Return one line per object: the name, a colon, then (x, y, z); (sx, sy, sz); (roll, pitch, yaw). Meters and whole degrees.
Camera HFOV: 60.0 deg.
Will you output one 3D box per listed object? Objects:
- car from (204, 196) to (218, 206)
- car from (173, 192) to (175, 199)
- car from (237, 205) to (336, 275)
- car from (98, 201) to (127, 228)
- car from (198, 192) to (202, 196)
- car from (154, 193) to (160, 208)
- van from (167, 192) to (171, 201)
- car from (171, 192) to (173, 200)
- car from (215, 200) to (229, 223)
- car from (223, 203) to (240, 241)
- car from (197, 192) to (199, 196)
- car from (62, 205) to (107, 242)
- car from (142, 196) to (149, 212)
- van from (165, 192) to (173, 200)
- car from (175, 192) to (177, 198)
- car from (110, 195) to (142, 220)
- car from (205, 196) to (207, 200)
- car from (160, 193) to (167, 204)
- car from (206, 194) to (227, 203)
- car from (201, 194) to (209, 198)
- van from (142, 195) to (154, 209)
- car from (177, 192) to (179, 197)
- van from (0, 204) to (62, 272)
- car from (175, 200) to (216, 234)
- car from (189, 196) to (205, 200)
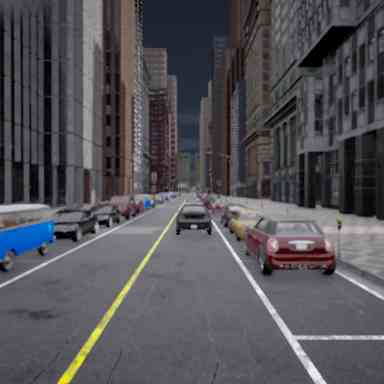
car: (2.763, 1.344, 49.775); (1.887, 1.381, 4.507); (0, 0, 0)
car: (-5.760, 1.241, 77.949); (2.008, 1.369, 4.403); (0, 0, 0)
car: (2.760, 1.398, 10.321); (1.967, 1.590, 4.097); (0, 0, 0)
car: (-5.764, 1.478, 21.584); (1.947, 1.339, 4.313); (0, 0, 0)
car: (2.764, 1.173, 66.683); (1.967, 1.590, 4.097); (0, 0, 0)
car: (-5.763, 1.262, 44.130); (1.967, 1.590, 4.097); (0, 0, 0)
van: (-5.762, 1.073, 66.676); (1.690, 1.788, 3.998); (0, 0, 0)
car: (-5.761, 1.237, 72.143); (1.752, 1.417, 4.829); (0, 0, 0)
car: (2.761, 1.463, 21.594); (2.008, 1.369, 4.403); (0, 0, 0)
car: (2.761, 1.460, 16.127); (1.752, 1.417, 4.829); (0, 0, 0)
car: (2.765, 1.256, 77.956); (1.947, 1.339, 4.313); (0, 0, 0)
car: (-5.764, 1.501, 15.947); (1.947, 1.339, 4.313); (0, 0, 0)
car: (-5.763, 1.412, 32.857); (1.887, 1.381, 4.507); (0, 0, 0)
van: (-5.761, 1.011, 83.585); (1.690, 1.788, 3.998); (0, 0, 0)
car: (-5.760, 1.090, 89.222); (1.967, 1.590, 4.097); (0, 0, 0)
car: (-5.764, 1.205, 27.219); (2.192, 1.841, 5.009); (0, 0, 0)
car: (2.763, 1.411, 38.503); (1.947, 1.339, 4.313); (0, 0, 0)
car: (-5.762, 1.217, 55.403); (1.967, 1.590, 4.097); (0, 0, 0)
car: (2.762, 1.307, 32.865); (1.967, 1.590, 4.097); (0, 0, 0)
car: (2.762, 1.137, 44.138); (2.192, 1.841, 5.009); (0, 0, 0)
van: (-5.763, 1.185, 38.493); (1.690, 1.788, 3.998); (0, 0, 0)
car: (-5.760, 0.945, 94.859); (2.192, 1.841, 5.009); (0, 0, 0)
van: (-5.765, 1.299, 10.309); (1.690, 1.788, 3.998); (0, 0, 0)
car: (0.101, 1.429, 18.526); (1.837, 1.490, 4.892); (0, 0, 0)
car: (0.103, 1.453, 36.697); (1.895, 1.301, 4.718); (0, 0, 0)
